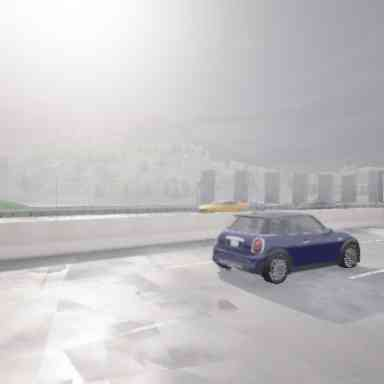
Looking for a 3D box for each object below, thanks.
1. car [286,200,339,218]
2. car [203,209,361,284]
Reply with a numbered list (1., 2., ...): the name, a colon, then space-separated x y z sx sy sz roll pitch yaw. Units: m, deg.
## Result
1. car: 11.230 1.528 30.924 4.892 1.490 1.837 1 0 -27
2. car: 2.881 1.354 9.751 4.553 1.767 2.097 0 0 -33
